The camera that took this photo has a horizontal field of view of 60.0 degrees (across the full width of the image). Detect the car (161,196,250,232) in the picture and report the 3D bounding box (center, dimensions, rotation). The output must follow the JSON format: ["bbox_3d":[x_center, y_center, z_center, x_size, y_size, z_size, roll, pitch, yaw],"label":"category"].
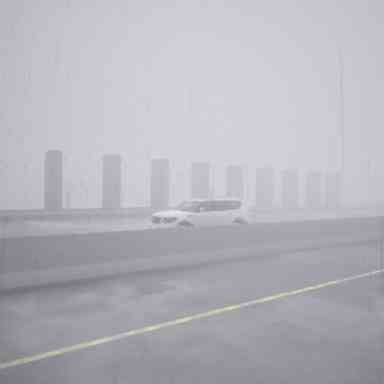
[{"bbox_3d":[0.981,1.342,21.685,5.566,2.045,2.150,1,-1,-34],"label":"car"}]

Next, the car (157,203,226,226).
[{"bbox_3d":[0.023,1.619,25.266,4.902,1.511,2.128,1,0,-34],"label":"car"}]

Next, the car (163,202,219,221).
[{"bbox_3d":[-0.053,1.673,29.448,4.674,1.442,1.812,1,0,-34],"label":"car"}]

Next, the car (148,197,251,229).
[{"bbox_3d":[0.529,1.311,17.142,5.566,2.045,2.150,1,0,-34],"label":"car"}]
